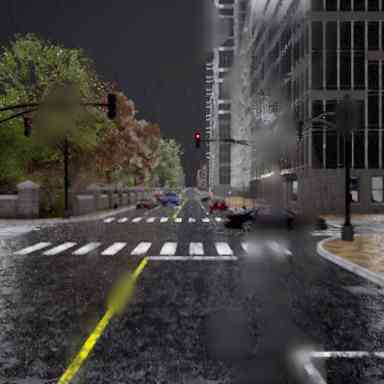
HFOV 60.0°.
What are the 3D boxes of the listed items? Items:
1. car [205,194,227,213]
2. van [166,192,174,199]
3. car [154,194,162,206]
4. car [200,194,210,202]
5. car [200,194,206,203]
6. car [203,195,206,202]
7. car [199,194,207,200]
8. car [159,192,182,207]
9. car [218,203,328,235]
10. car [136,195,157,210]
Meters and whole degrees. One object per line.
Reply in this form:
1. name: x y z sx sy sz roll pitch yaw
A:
1. car: 2.692 1.298 34.572 1.967 1.590 4.097 0 0 0
2. van: -5.688 0.957 85.714 1.690 1.788 3.998 0 0 0
3. car: -5.689 1.363 45.933 2.008 1.369 4.403 0 0 0
4. car: 2.692 1.150 68.658 1.967 1.590 4.097 0 0 0
5. car: 2.692 1.303 62.977 1.947 1.339 4.313 0 0 0
6. car: 2.692 1.401 40.253 1.947 1.339 4.313 0 0 0
7. car: 2.692 1.173 80.193 1.752 1.417 4.829 0 0 0
8. car: -3.076 1.023 48.387 2.150 2.045 5.566 0 0 0
9. car: 4.288 1.460 17.734 5.357 1.411 2.033 0 0 1
10. car: -5.689 1.380 40.250 1.887 1.381 4.507 0 0 0
